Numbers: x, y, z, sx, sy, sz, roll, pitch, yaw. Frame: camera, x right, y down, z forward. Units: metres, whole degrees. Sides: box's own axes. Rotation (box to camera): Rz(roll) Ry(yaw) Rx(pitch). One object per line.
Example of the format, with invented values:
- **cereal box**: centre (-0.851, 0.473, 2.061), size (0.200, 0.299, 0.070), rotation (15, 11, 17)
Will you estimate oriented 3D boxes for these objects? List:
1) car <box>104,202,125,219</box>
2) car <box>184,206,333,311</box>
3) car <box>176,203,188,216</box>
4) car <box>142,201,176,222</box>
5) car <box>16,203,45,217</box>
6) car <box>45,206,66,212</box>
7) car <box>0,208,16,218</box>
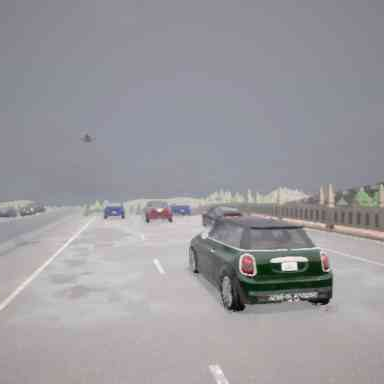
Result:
- **car**: centre (-7.593, 1.788, 32.653), size (1.882, 1.535, 5.008), rotation (0, -2, -12)
- **car**: centre (1.339, 1.405, 8.200), size (2.097, 1.767, 4.553), rotation (0, 0, -12)
- **car**: centre (-1.521, 1.961, 37.647), size (1.882, 1.535, 5.008), rotation (0, -3, -12)
- **car**: centre (-2.996, 1.534, 28.014), size (2.097, 1.767, 4.553), rotation (0, -1, -12)
- **car**: centre (-20.940, 2.413, 43.973), size (2.150, 2.045, 5.566), rotation (0, -6, -12)
- **car**: centre (-17.339, 2.605, 43.842), size (2.128, 1.511, 4.902), rotation (0, -5, -12)
- **car**: centre (-24.424, 2.757, 43.534), size (2.033, 1.411, 5.357), rotation (0, -5, -12)
